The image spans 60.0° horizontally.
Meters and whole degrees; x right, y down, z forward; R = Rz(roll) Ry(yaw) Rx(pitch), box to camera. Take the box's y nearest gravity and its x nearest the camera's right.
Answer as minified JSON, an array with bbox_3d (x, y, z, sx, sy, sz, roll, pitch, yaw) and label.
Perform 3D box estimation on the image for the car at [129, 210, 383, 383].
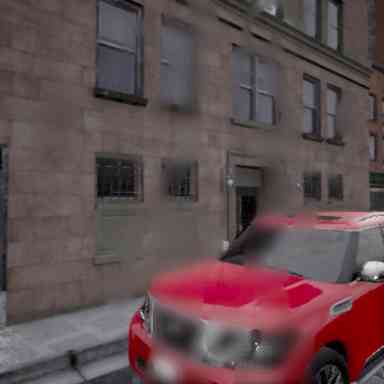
[{"bbox_3d":[1.856,1.334,4.898,5.566,2.045,2.150,1,-2,-40],"label":"car"}]
